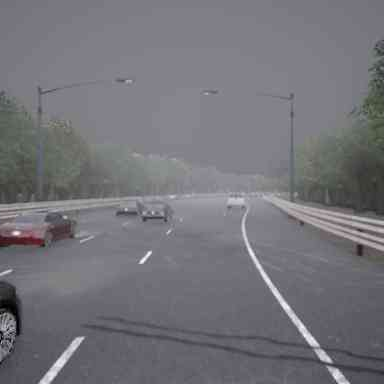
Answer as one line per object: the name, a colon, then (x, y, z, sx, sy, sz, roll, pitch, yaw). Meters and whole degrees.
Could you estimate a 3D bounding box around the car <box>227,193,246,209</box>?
car: (5.724, 1.126, 43.037, 2.150, 2.045, 5.566, 0, 0, 8)

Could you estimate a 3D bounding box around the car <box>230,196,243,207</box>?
car: (6.818, 1.370, 50.473, 1.882, 1.535, 5.008, 0, 0, 8)

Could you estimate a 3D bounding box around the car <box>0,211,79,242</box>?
car: (-6.558, 1.521, 14.560, 1.994, 1.385, 4.181, 0, 0, 2)

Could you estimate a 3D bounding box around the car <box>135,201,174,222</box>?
car: (-2.516, 1.484, 25.370, 2.033, 1.411, 5.357, 0, 0, 4)

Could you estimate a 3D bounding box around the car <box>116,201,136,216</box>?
car: (-5.591, 1.487, 31.086, 1.994, 1.385, 4.181, 0, 0, 4)

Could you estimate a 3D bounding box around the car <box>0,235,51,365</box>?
car: (-3.348, 1.480, 2.811, 2.128, 1.511, 4.902, 0, 0, 0)
